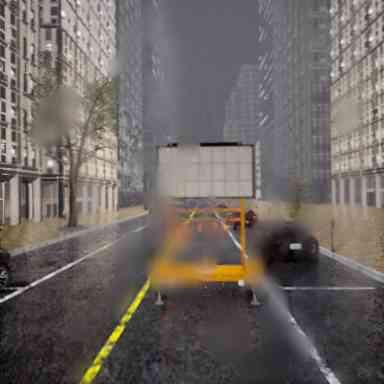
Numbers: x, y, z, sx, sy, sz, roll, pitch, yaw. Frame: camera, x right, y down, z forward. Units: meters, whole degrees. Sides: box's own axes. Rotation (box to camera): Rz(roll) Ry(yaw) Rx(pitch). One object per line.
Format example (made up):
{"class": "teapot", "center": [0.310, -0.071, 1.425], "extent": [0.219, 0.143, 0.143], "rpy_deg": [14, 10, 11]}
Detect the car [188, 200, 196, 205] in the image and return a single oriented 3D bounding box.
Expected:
{"class": "car", "center": [0.067, 2.648, 85.543], "extent": [1.895, 1.301, 4.718], "rpy_deg": [-1, -1, 2]}

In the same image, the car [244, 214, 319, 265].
{"class": "car", "center": [3.166, 1.684, 11.993], "extent": [1.947, 1.339, 4.313], "rpy_deg": [-1, -1, 2]}

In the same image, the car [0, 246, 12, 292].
{"class": "car", "center": [-5.408, 1.708, 6.645], "extent": [1.947, 1.339, 4.313], "rpy_deg": [-1, -1, 2]}

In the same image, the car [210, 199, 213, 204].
{"class": "car", "center": [5.348, 2.405, 74.021], "extent": [2.008, 1.369, 4.403], "rpy_deg": [-1, -1, 2]}

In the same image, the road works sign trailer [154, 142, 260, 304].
{"class": "road works sign trailer", "center": [0.344, 0.567, 8.368], "extent": [2.380, 3.560, 2.880], "rpy_deg": [-1, -1, 2]}

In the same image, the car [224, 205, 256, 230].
{"class": "car", "center": [3.562, 1.799, 23.271], "extent": [1.887, 1.381, 4.507], "rpy_deg": [-1, -1, 2]}

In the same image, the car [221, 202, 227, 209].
{"class": "car", "center": [3.766, 1.849, 29.080], "extent": [1.752, 1.417, 4.829], "rpy_deg": [-1, -1, 2]}

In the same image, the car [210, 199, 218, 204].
{"class": "car", "center": [5.943, 2.600, 90.938], "extent": [2.008, 1.369, 4.403], "rpy_deg": [-1, -1, 2]}

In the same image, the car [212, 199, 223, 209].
{"class": "car", "center": [4.554, 2.135, 51.466], "extent": [1.887, 1.381, 4.507], "rpy_deg": [-1, -1, 2]}

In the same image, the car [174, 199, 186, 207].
{"class": "car", "center": [-3.035, 2.469, 74.126], "extent": [1.752, 1.417, 4.829], "rpy_deg": [-1, -1, 2]}

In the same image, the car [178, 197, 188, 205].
{"class": "car", "center": [-2.439, 2.455, 91.211], "extent": [2.192, 1.841, 5.009], "rpy_deg": [-1, -1, 2]}

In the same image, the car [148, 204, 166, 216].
{"class": "car", "center": [-4.218, 2.098, 40.470], "extent": [2.008, 1.369, 4.403], "rpy_deg": [-1, -1, 2]}
